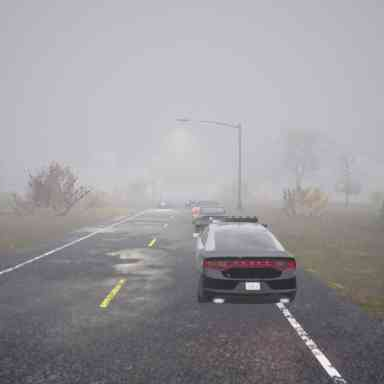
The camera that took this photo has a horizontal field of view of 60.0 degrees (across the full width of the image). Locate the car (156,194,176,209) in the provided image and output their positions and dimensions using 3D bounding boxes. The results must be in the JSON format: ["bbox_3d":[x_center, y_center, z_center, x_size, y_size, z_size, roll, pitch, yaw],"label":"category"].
[{"bbox_3d":[-3.591,1.419,44.012,2.128,1.511,4.902,0,0,0],"label":"car"}]

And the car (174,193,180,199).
[{"bbox_3d":[-4.154,1.096,89.627,2.097,1.767,4.553,0,0,-2],"label":"car"}]

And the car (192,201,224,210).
[{"bbox_3d":[1.054,1.488,18.225,1.837,1.490,4.892,0,0,0],"label":"car"}]

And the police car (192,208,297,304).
[{"bbox_3d":[1.052,1.419,8.334,1.930,1.638,5.238,0,0,0],"label":"police car"}]

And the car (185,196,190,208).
[{"bbox_3d":[0.039,1.525,45.475,1.895,1.301,4.718,0,0,0],"label":"car"}]

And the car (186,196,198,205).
[{"bbox_3d":[0.006,1.431,58.620,2.033,1.411,5.357,0,0,0],"label":"car"}]

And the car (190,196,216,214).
[{"bbox_3d":[1.055,1.324,24.197,2.097,1.767,4.553,0,0,0],"label":"car"}]
